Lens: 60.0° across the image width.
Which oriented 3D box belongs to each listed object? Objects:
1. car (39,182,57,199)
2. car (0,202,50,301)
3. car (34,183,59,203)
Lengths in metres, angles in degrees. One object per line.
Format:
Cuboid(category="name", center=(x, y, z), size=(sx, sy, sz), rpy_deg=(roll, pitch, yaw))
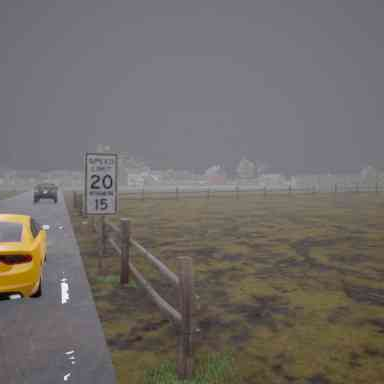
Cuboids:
Cuboid(category="car", center=(-19.336, -0.256, 44.862), size=(2.150, 2.045, 5.566), rpy_deg=(0, 2, -22))
Cuboid(category="car", center=(-4.363, 1.231, 7.527), size=(1.882, 1.535, 5.008), rpy_deg=(0, 2, -22))
Cuboid(category="car", center=(-15.424, 0.054, 35.221), size=(2.150, 2.045, 5.566), rpy_deg=(0, 2, -21))
